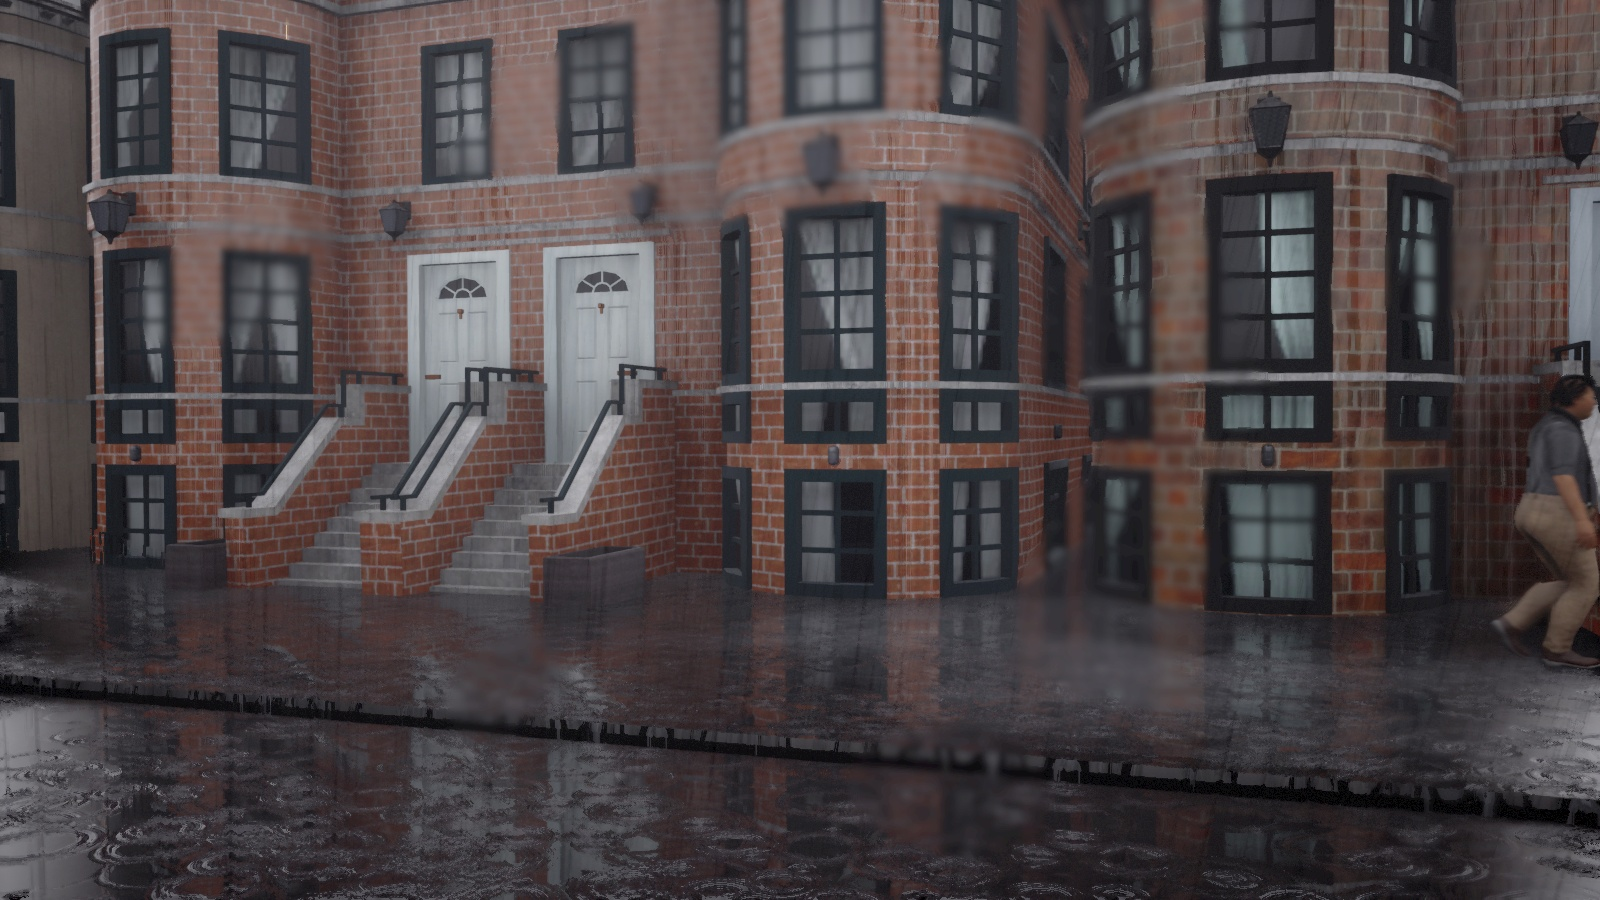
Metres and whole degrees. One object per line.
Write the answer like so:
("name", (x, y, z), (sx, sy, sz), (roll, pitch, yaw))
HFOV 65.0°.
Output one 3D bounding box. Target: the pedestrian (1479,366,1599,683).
("pedestrian", (4.590, 0.431, 7.631), (0.694, 1.848, 0.540), (0, 1, 16))
